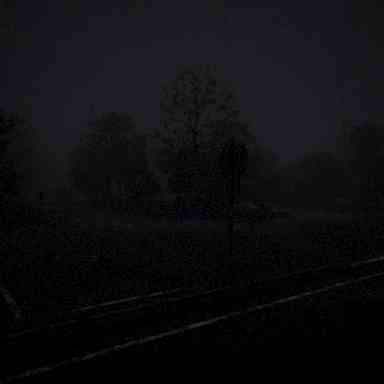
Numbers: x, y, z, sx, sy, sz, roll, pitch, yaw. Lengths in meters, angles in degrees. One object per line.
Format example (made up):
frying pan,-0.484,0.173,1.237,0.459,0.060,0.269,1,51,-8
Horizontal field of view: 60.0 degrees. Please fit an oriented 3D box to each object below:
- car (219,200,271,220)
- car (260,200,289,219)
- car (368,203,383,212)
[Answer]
car,4.362,1.702,29.663,2.002,1.452,4.674,1,-1,-36
car,6.904,1.584,31.563,2.185,1.767,4.553,1,-1,-36
car,26.741,2.133,45.651,2.002,1.452,4.674,1,-1,-35
